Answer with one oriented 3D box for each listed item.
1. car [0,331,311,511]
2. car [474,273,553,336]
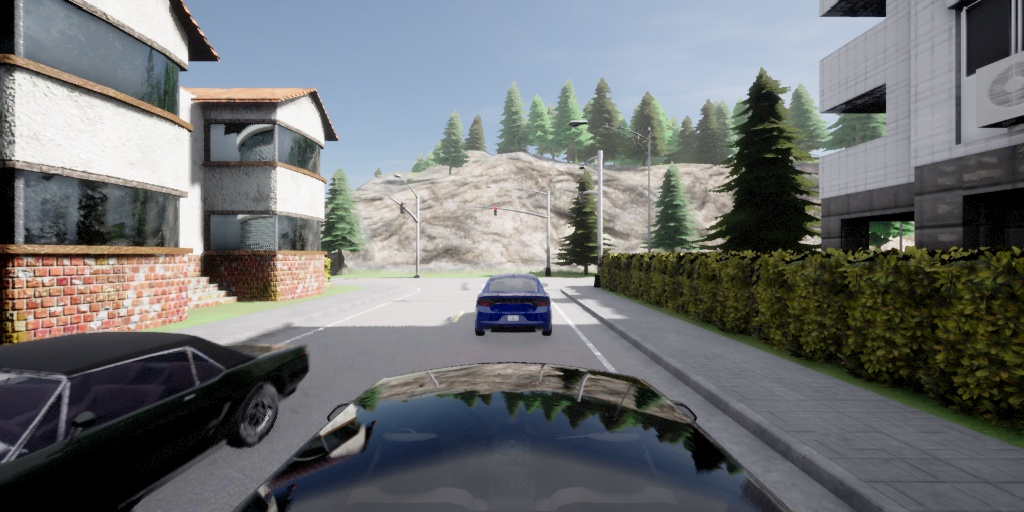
[{"bbox_3d":[-3.585,1.351,2.474,1.895,1.301,4.718,0,0,0],"label":"car"},{"bbox_3d":[0.049,1.228,10.431,1.882,1.535,5.008,0,0,0],"label":"car"}]
